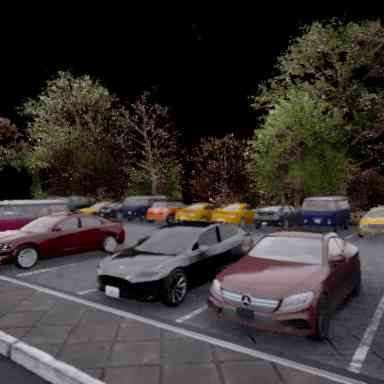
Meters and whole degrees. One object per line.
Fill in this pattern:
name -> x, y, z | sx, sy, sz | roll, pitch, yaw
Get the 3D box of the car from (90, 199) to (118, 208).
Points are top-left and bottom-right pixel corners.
car -> -5.797, 1.584, 28.593 | 2.231, 1.521, 4.892 | 0, 0, 36

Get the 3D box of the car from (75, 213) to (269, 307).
car -> -0.135, 1.512, 8.342 | 2.163, 1.488, 4.792 | 0, 0, 36

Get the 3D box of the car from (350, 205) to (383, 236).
car -> 9.821, 1.459, 17.095 | 1.946, 1.575, 5.366 | 0, 0, 36

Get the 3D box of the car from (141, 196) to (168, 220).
car -> -1.321, 1.423, 25.330 | 2.185, 1.767, 4.553 | 0, 0, 36

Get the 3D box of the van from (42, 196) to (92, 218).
van -> -12.559, 1.434, 33.628 | 1.878, 1.987, 4.442 | -1, -1, 36

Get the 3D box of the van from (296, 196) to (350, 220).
van -> 7.750, 1.253, 18.963 | 1.878, 1.987, 4.442 | 0, 0, 36

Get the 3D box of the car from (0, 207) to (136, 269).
car -> -4.615, 1.517, 11.620 | 2.097, 1.535, 5.008 | 0, 0, 36

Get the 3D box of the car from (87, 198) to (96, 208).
car -> -8.145, 1.599, 30.068 | 1.946, 1.575, 5.366 | -1, 0, 36

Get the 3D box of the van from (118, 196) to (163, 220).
van -> -3.480, 1.340, 27.071 | 1.878, 1.987, 4.442 | 0, 0, 36

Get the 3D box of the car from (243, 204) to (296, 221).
car -> 5.433, 1.498, 20.484 | 2.231, 1.521, 4.892 | 0, 0, 36

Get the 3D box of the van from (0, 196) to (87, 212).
van -> -6.802, 1.308, 13.336 | 1.878, 1.987, 4.442 | 0, 0, 36

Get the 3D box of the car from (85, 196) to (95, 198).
car -> -10.267, 1.374, 31.862 | 2.435, 2.045, 5.566 | -1, -1, 36

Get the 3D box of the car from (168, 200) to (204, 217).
car -> 0.840, 1.532, 23.802 | 2.097, 1.535, 5.008 | 0, 0, 36

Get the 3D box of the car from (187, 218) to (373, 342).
car -> 2.136, 1.505, 6.742 | 2.002, 1.452, 4.674 | 0, 0, 36

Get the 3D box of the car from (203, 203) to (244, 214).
car -> 3.188, 1.514, 22.107 | 2.097, 1.535, 5.008 | 0, 0, 36
